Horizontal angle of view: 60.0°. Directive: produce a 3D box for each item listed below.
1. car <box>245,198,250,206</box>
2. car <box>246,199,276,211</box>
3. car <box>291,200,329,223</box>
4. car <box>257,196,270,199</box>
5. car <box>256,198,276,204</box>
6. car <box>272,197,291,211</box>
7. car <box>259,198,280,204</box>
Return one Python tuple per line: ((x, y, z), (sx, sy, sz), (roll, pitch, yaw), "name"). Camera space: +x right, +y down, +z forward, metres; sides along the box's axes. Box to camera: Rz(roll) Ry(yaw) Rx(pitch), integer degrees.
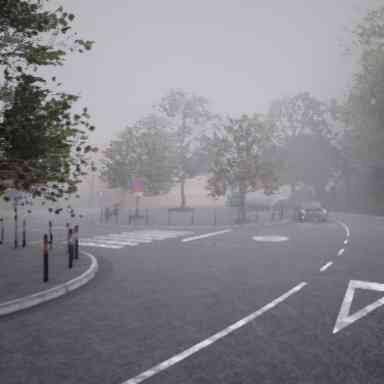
((10.283, 1.953, 63.441), (2.097, 1.767, 4.553), (0, -1, 27), "car")
((9.365, 1.938, 45.613), (1.895, 1.301, 4.718), (0, -1, -6), "car")
((9.617, 1.489, 27.089), (2.097, 1.767, 4.553), (0, 0, 11), "car")
((17.867, 2.074, 84.538), (5.566, 2.045, 2.435), (-1, -1, 32), "car")
((19.377, 2.387, 86.923), (4.674, 1.452, 2.002), (-1, -1, 32), "car")
((12.762, 1.824, 45.893), (1.837, 1.490, 4.892), (0, -1, -6), "car")
((20.862, 2.369, 89.329), (5.008, 1.535, 2.097), (-1, -1, 32), "car")
